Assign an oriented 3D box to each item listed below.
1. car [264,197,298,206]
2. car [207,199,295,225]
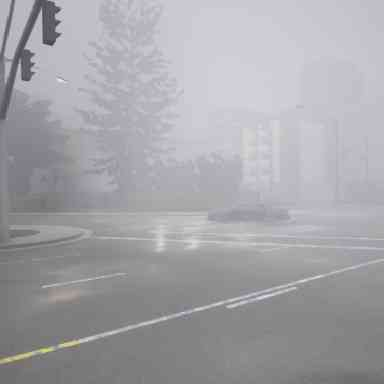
[{"bbox_3d":[9.547,1.193,37.665,1.895,1.301,4.718,-1,1,-35],"label":"car"},{"bbox_3d":[3.690,1.370,21.922,5.357,1.411,2.033,-1,0,9],"label":"car"}]
